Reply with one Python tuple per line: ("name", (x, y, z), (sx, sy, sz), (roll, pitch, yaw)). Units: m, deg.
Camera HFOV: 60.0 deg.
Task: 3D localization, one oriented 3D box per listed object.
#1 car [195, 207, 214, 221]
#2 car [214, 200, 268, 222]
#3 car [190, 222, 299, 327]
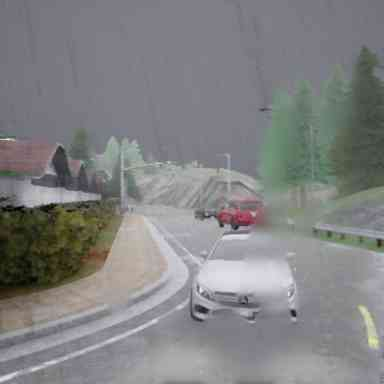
("car", (1.586, 2.169, 33.705), (1.895, 1.301, 4.718), (-1, -1, -10))
("car", (3.446, 1.594, 23.365), (2.150, 2.045, 5.566), (-1, -1, -10))
("car", (1.245, 1.649, 7.494), (1.812, 1.442, 4.674), (-1, -1, 11))
